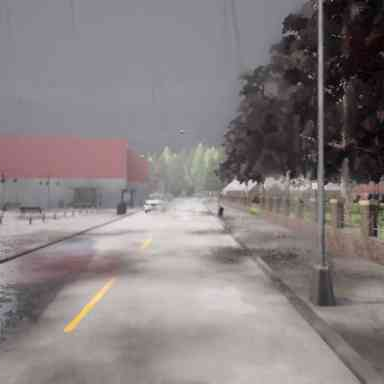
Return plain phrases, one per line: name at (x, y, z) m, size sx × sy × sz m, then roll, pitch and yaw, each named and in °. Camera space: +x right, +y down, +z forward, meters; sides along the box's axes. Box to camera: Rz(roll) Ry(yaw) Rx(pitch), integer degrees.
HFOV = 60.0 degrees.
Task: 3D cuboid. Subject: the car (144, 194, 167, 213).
car at (-4.075, 1.304, 38.027) m, size 2.150 × 2.045 × 5.566 m, roll 0°, pitch 0°, yaw 0°
